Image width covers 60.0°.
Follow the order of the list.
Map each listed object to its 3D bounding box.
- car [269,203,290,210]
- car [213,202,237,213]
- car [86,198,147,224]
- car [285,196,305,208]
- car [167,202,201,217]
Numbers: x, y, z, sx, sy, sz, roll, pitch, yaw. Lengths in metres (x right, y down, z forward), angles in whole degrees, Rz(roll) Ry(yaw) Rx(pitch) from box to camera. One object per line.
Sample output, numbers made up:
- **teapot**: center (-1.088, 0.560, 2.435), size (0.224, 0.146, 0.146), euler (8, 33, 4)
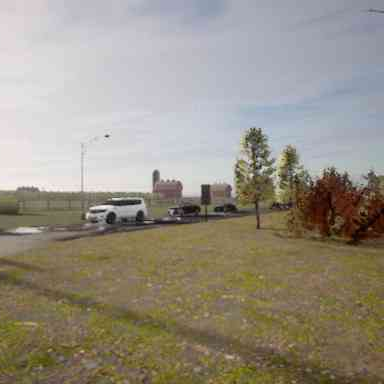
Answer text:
- **car**: center (13.806, 2.028, 53.003), size (1.837, 1.490, 4.892), euler (-2, -1, 32)
- **car**: center (4.534, 2.065, 45.109), size (1.994, 1.385, 4.181), euler (-2, -1, 32)
- **car**: center (-6.189, 1.533, 28.110), size (2.150, 2.045, 5.566), euler (-2, -1, 35)
- **car**: center (19.063, 1.844, 61.511), size (2.150, 2.045, 5.566), euler (-2, -1, 32)
- **car**: center (-0.830, 1.897, 36.610), size (2.128, 1.511, 4.902), euler (-2, -1, 32)
